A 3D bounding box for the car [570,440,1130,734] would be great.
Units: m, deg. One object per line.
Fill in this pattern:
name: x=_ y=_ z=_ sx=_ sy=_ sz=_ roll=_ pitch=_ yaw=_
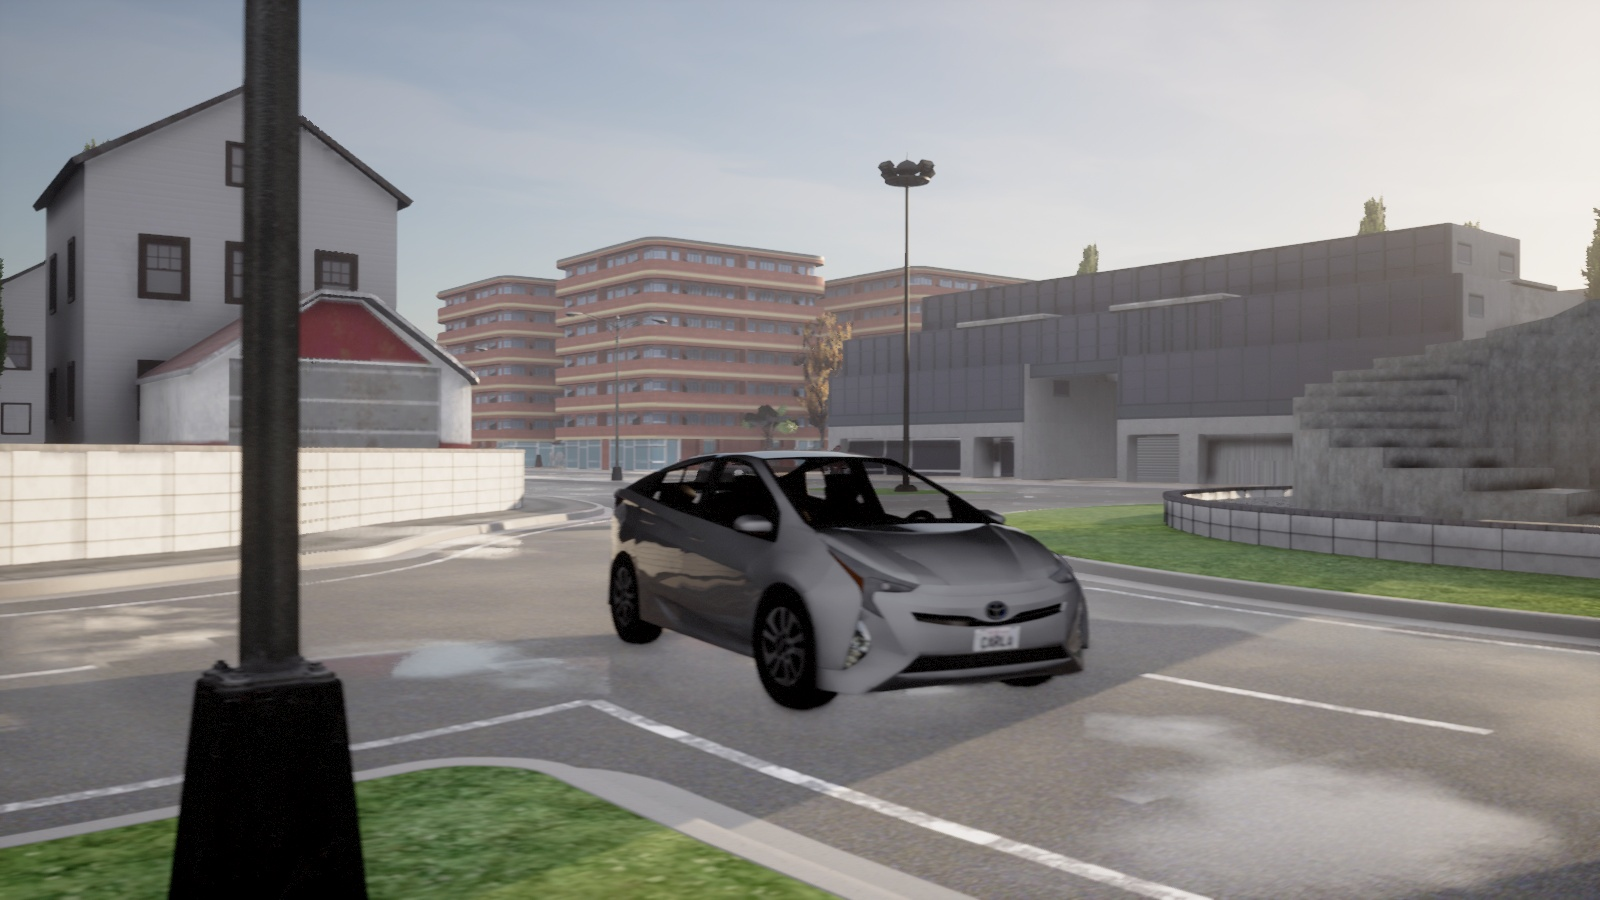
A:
car: x=0.017 y=0.721 z=8.997 sx=2.007 sy=1.525 sz=4.514 roll=0 pitch=0 yaw=-28
